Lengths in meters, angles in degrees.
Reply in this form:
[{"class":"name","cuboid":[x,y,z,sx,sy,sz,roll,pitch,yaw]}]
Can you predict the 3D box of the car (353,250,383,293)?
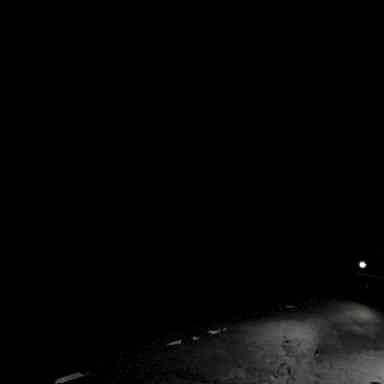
[{"class":"car","cuboid":[5.740,1.621,7.826,4.718,1.301,1.895,0,0,-39]}]
